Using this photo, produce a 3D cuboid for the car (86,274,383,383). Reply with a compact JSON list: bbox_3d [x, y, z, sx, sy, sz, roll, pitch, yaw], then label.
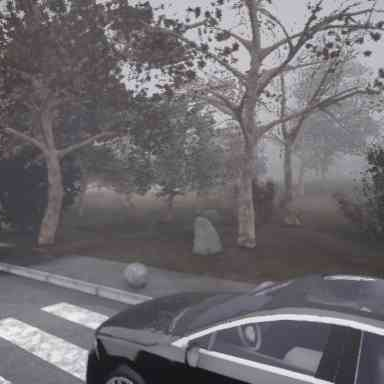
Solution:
[{"bbox_3d":[1.144,1.496,2.746,4.902,1.511,2.128,-1,0,36],"label":"car"}]
